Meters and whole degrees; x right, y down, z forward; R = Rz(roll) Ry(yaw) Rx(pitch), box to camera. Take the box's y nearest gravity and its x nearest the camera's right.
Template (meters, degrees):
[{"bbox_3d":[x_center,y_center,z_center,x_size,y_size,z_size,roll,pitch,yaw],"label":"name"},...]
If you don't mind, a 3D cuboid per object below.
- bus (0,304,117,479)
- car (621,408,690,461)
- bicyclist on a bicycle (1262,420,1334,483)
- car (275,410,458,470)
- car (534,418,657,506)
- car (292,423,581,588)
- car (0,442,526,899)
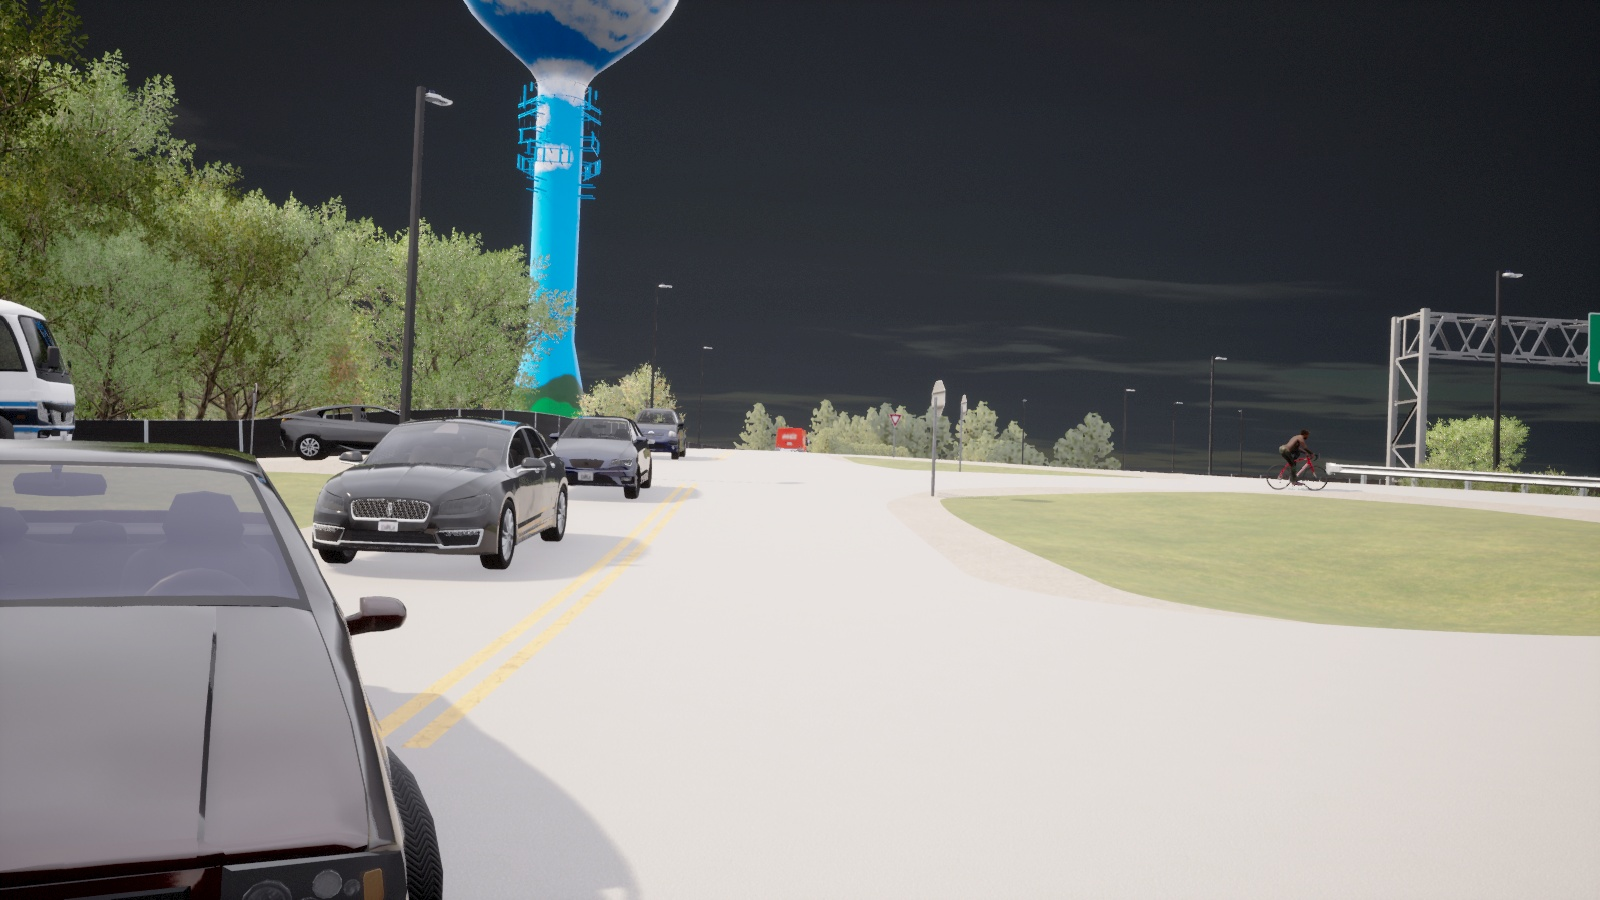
[{"bbox_3d":[-23.262,-1.375,31.335,10.273,4.253,3.944,-1,1,-18],"label":"bus"},{"bbox_3d":[-4.688,-0.516,41.172,1.851,1.617,3.988,1,1,-1],"label":"car"},{"bbox_3d":[13.185,0.035,33.265,1.656,1.620,0.582,1,1,0],"label":"bicyclist on a bicycle"},{"bbox_3d":[-11.635,-0.289,34.009,4.514,1.525,2.007,-1,0,-14],"label":"car"},{"bbox_3d":[-3.843,0.155,24.277,1.816,1.474,4.193,1,2,-2],"label":"car"},{"bbox_3d":[-3.832,0.468,14.197,1.837,1.490,4.892,1,2,0],"label":"car"},{"bbox_3d":[-2.554,0.719,4.461,2.033,1.411,5.357,1,1,-24],"label":"car"}]
